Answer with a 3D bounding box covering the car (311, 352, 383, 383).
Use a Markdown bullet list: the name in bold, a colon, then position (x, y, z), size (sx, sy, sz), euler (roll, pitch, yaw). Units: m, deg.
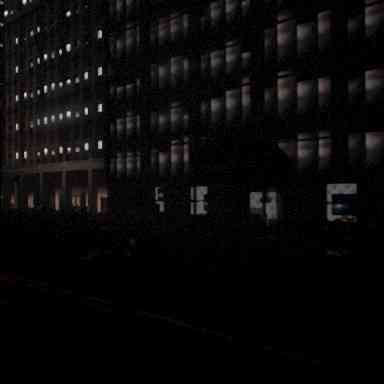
- **car**: position (2.301, 1.438, 1.237), size (4.097, 1.590, 1.967), euler (0, 0, 36)
